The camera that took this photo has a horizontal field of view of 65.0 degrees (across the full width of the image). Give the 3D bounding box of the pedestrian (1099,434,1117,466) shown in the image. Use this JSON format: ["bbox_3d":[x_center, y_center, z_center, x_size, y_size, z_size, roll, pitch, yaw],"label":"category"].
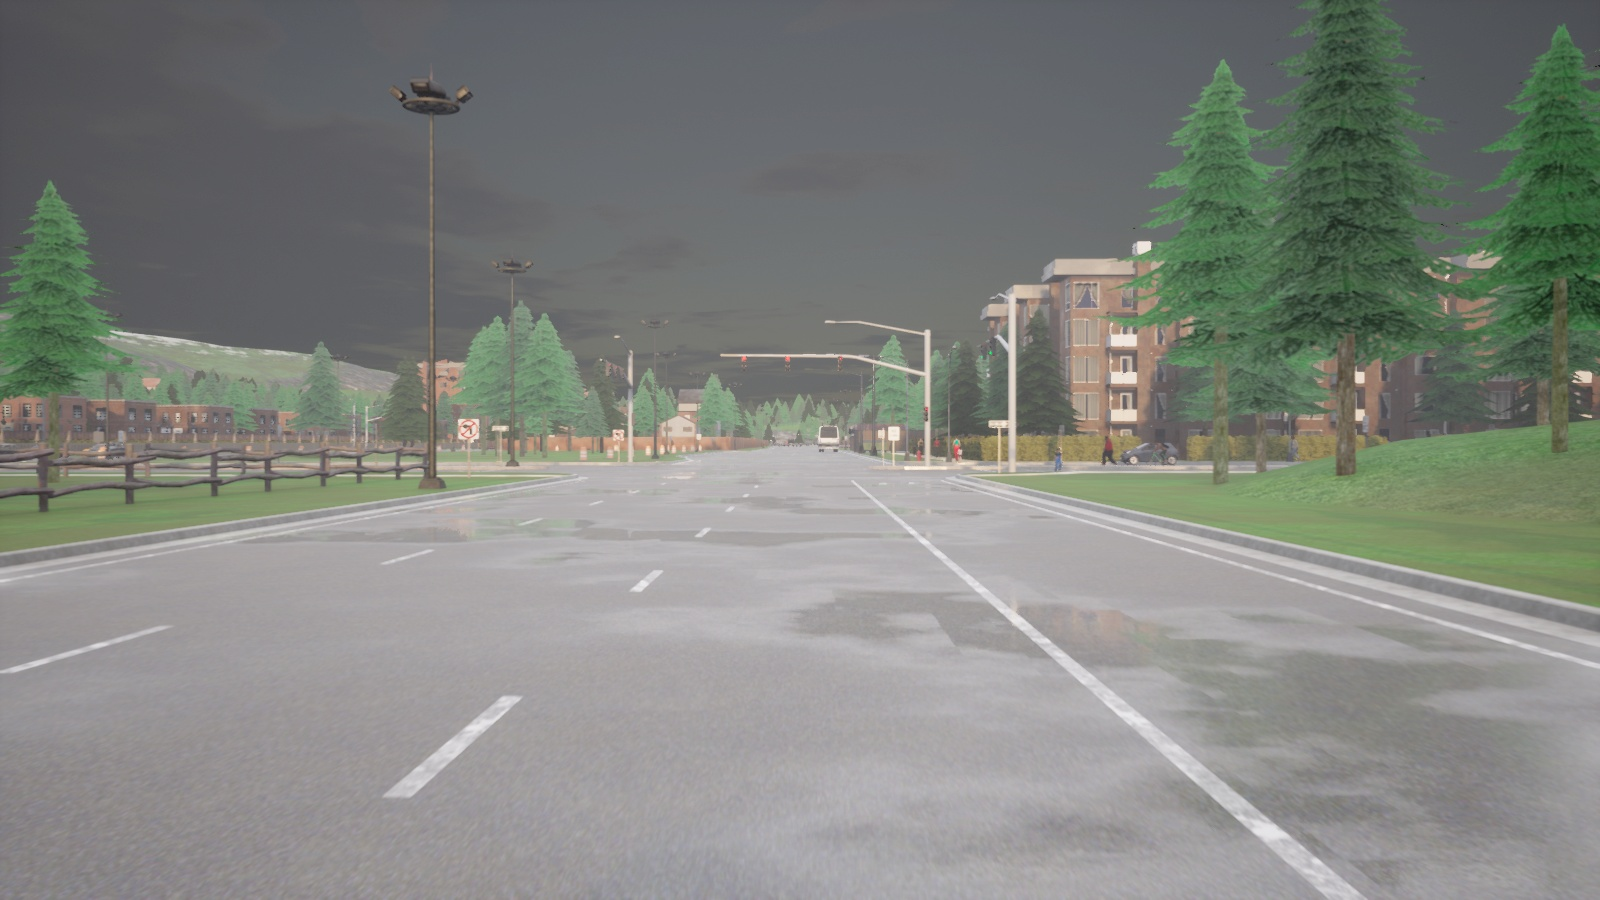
[{"bbox_3d":[17.800,0.017,72.585,0.899,1.844,0.634,0,0,3],"label":"pedestrian"}]

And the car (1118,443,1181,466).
[{"bbox_3d":[22.954,0.313,82.590,3.633,1.501,1.845,0,0,0],"label":"car"}]
